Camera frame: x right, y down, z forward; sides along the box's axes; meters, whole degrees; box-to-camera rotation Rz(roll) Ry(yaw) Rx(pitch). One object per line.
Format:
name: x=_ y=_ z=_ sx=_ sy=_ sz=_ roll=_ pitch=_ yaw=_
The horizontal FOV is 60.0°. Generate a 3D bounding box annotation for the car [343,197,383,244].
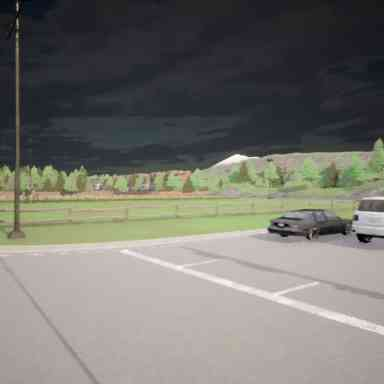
car: x=9.317 y=1.225 z=14.685 sx=5.566 sy=2.045 sz=2.150 roll=0 pitch=0 yaw=-35

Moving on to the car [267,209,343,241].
car: x=6.139 y=1.551 z=16.717 sx=5.357 sy=1.411 sz=2.033 roll=0 pitch=0 yaw=-35
